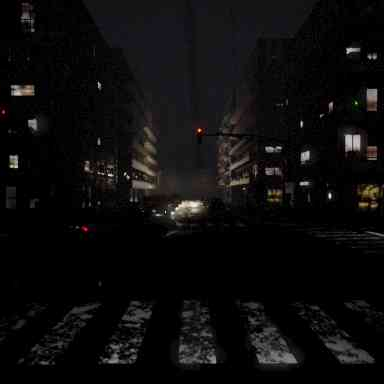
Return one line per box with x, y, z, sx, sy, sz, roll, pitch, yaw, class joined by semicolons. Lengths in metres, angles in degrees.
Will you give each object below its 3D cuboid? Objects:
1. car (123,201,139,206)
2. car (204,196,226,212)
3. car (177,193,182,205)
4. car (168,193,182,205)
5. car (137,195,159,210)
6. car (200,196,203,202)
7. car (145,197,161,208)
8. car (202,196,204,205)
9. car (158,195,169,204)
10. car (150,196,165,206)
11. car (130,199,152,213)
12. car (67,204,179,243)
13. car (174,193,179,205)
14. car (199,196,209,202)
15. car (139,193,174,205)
-5.665;1.573;32.232;1.947;1.339;4.313;0;0;0;car
2.720;1.449;37.910;1.967;1.590;4.097;0;0;0;car
-3.049;1.367;50.016;2.097;1.767;4.553;0;0;0;car
-2.994;1.243;60.575;2.150;2.045;5.566;0;0;0;car
-5.656;1.326;43.597;2.192;1.841;5.009;0;0;0;car
2.734;1.600;54.957;1.802;1.307;4.206;0;0;0;car
-5.652;1.540;49.109;1.752;1.417;4.829;0;0;0;car
2.724;1.452;43.592;1.967;1.590;4.097;0;0;0;car
-5.638;1.466;66.327;1.967;1.590;4.097;0;0;0;car
-5.647;1.458;54.962;1.967;1.590;4.097;0;0;0;car
-5.660;1.534;37.745;1.752;1.417;4.829;0;0;0;car
-3.220;1.576;16.320;5.357;1.411;2.033;-1;0;-43;car
-3.065;1.362;40.117;2.097;1.767;4.553;0;0;0;car
2.751;1.586;77.687;2.008;1.369;4.403;0;0;0;car
-3.094;1.228;30.205;2.150;2.045;5.566;0;0;1;car
